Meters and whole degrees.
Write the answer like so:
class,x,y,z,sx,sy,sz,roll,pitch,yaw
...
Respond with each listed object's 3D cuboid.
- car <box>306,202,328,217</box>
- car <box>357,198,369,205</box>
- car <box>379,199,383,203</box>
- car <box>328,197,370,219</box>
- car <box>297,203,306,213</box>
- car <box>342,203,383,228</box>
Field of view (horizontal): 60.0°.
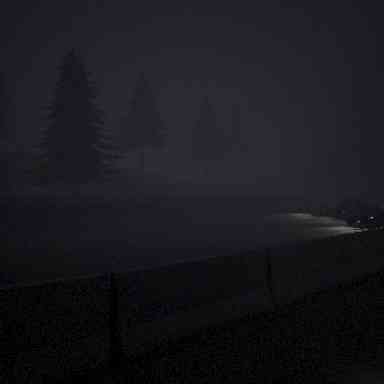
class,x,y,z,sx,sy,sz,roll,pitch,yaw
car,14.443,1.896,36.109,1.812,1.442,4.674,-1,-1,41
car,36.927,2.124,71.800,2.033,1.411,5.357,-1,-1,25
car,38.126,2.037,65.921,2.033,1.411,5.357,-1,-1,27
car,15.502,1.527,31.991,2.150,2.045,5.566,-1,-1,43
car,14.842,2.012,42.010,1.994,1.385,4.181,-1,-1,39
car,12.998,1.745,24.324,4.674,1.442,1.812,0,-1,-45
